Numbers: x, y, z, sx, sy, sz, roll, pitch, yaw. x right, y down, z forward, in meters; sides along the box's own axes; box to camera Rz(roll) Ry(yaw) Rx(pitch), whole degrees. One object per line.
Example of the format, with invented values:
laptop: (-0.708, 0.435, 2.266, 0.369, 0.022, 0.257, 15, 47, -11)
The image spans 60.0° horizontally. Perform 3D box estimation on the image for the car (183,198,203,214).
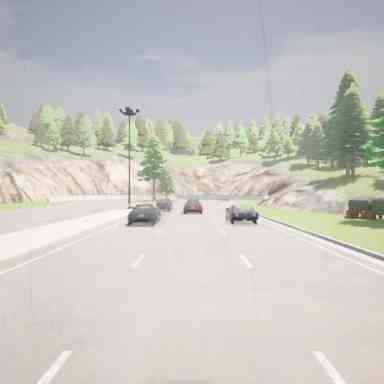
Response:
car: (0.108, 1.564, 35.276, 1.994, 1.385, 4.181, 0, 0, 0)

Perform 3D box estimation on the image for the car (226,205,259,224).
car: (3.606, 1.600, 24.778, 1.895, 1.301, 4.718, 0, 0, 0)

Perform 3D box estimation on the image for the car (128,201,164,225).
car: (-3.393, 1.563, 24.180, 1.994, 1.385, 4.181, 0, 0, 0)

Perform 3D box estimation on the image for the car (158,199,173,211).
car: (-3.378, 1.547, 40.451, 2.033, 1.411, 5.357, 0, 0, 0)

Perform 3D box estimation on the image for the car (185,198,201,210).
car: (0.166, 1.547, 44.519, 2.033, 1.411, 5.357, 0, 0, 1)
